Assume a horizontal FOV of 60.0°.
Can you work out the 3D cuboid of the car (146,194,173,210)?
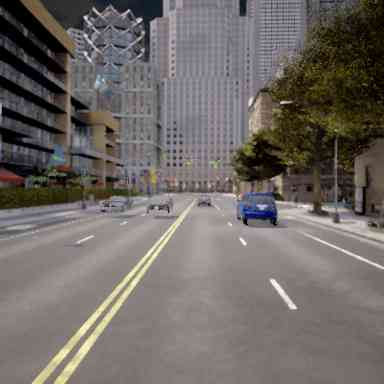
[{"bbox_3d":[-2.561,0.885,27.405,1.882,1.535,5.008,0,0,2],"label":"car"}]

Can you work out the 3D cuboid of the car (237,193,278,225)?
[{"bbox_3d":[4.386,1.086,23.022,2.150,2.045,5.566,0,0,2],"label":"car"}]

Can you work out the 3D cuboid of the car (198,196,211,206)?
[{"bbox_3d":[1.718,1.232,46.556,2.033,1.411,5.357,0,0,2],"label":"car"}]

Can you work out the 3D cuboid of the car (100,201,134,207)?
[{"bbox_3d":[-6.059,0.925,27.530,2.033,1.411,5.357,0,0,2],"label":"car"}]
